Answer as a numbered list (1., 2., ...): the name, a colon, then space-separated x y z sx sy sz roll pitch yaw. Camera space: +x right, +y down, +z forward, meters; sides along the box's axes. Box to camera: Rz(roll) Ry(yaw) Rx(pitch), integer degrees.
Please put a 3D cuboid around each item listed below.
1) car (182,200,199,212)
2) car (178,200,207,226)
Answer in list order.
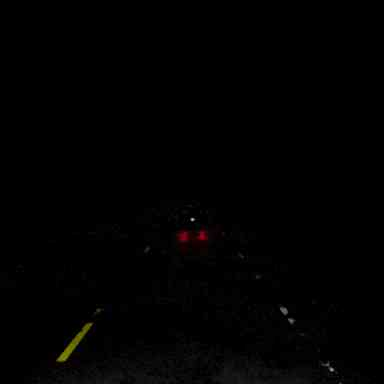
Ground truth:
1. car: -0.146 1.670 41.045 1.994 1.385 4.181 0 0 -1
2. car: 0.027 1.529 23.422 2.128 1.511 4.902 0 0 0
